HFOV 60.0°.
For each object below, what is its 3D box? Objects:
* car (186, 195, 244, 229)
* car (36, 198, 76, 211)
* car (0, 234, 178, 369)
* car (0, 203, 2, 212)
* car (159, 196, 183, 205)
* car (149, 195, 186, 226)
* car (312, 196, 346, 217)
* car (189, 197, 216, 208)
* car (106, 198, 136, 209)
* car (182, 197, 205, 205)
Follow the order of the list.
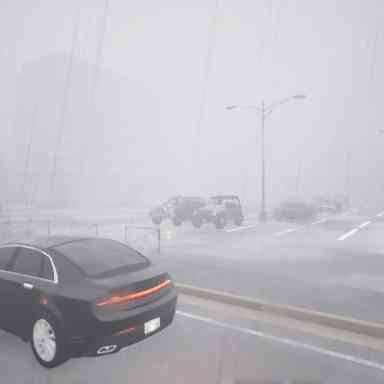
[{"bbox_3d":[1.666,1.156,20.256,1.905,1.878,3.866,0,0,34],"label":"car"},{"bbox_3d":[-17.030,1.504,41.805,1.837,1.490,4.892,0,0,34],"label":"car"},{"bbox_3d":[-2.492,1.505,5.776,4.892,1.490,1.837,0,0,36],"label":"car"},{"bbox_3d":[-20.241,1.492,30.678,2.128,1.511,4.902,0,0,33],"label":"car"},{"bbox_3d":[-3.762,1.507,61.376,1.837,1.490,4.892,0,-1,34],"label":"car"},{"bbox_3d":[-0.699,1.153,21.926,1.932,1.855,4.605,0,0,34],"label":"car"},{"bbox_3d":[13.710,1.395,33.194,1.970,1.475,3.806,0,0,34],"label":"car"},{"bbox_3d":[1.640,1.504,50.382,1.837,1.490,4.892,0,0,34],"label":"car"},{"bbox_3d":[-9.842,1.526,46.189,1.812,1.442,4.674,0,0,34],"label":"car"},{"bbox_3d":[0.372,1.668,61.213,1.895,1.301,4.718,0,0,34],"label":"car"}]
